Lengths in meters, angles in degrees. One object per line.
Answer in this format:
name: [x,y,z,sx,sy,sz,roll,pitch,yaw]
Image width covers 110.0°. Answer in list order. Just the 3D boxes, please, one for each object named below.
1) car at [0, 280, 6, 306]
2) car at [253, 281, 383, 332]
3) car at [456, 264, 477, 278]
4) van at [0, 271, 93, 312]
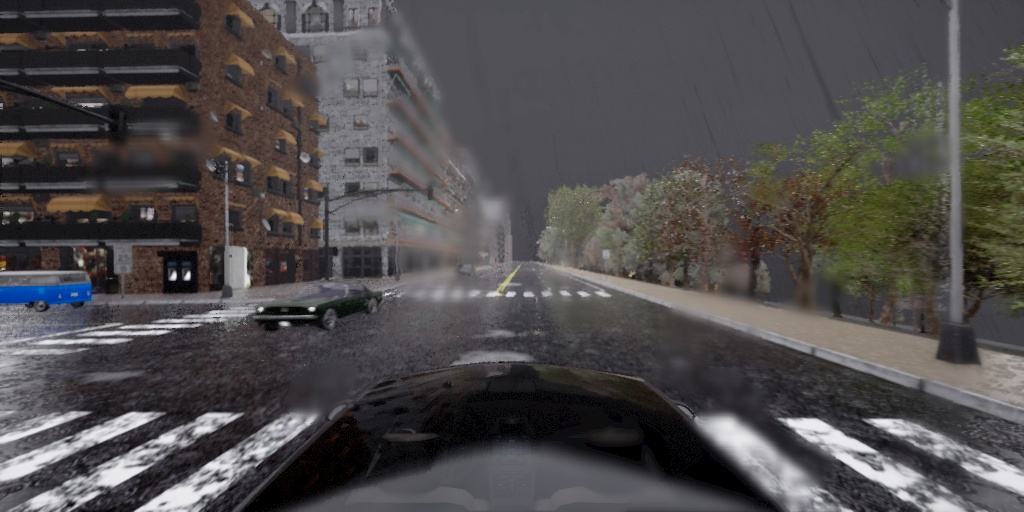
car: [-19.272,1.665,10.821,4.902,1.511,2.128,-1,0,1]
car: [-6.070,1.545,11.899,1.895,1.301,4.718,-1,0,2]
car: [-5.044,1.679,40.007,1.837,1.490,4.892,0,1,2]
van: [-22.113,1.597,16.667,3.998,1.789,1.690,0,0,1]
